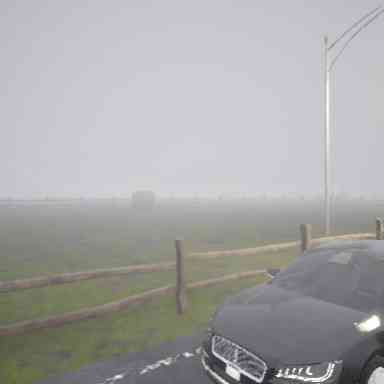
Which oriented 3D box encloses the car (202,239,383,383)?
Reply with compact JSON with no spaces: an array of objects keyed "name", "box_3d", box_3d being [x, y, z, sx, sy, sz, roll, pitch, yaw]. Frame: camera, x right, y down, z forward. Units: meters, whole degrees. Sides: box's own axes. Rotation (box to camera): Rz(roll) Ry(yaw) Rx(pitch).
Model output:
[{"name":"car","box_3d":[2.374,1.504,4.643,4.892,1.490,1.837,0,0,-36]}]
